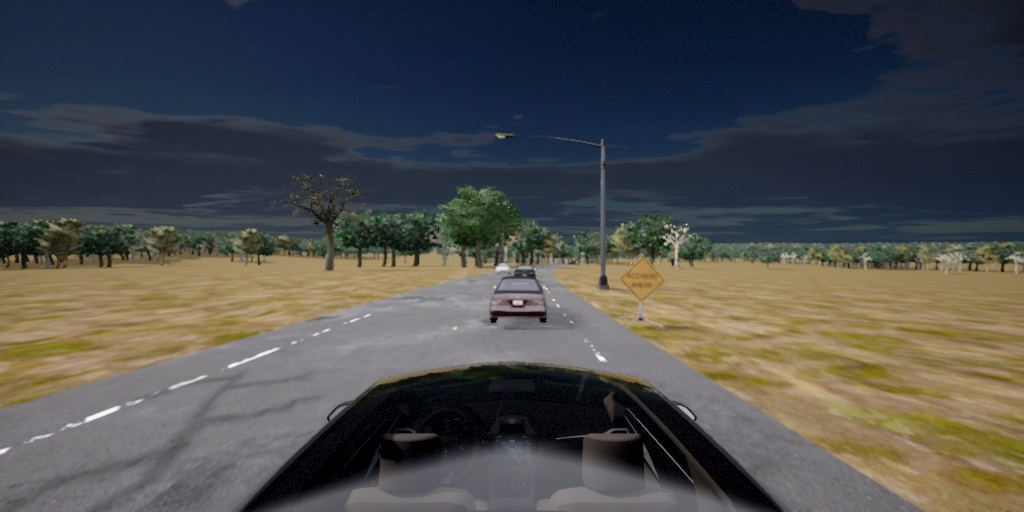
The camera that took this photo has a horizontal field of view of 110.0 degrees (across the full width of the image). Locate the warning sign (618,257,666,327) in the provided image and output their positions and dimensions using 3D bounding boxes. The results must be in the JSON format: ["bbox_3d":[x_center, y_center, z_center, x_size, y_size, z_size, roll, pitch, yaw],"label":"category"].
[{"bbox_3d":[3.644,0.957,10.224,1.300,1.860,1.060,0,0,1],"label":"warning sign"}]

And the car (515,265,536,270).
[{"bbox_3d":[1.237,1.572,33.626,1.882,1.535,5.008,0,-1,4],"label":"car"}]

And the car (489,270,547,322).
[{"bbox_3d":[0.247,1.411,12.810,2.033,1.411,5.357,0,-1,2],"label":"car"}]

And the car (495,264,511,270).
[{"bbox_3d":[-1.166,1.793,49.136,1.812,1.442,4.674,0,-1,6],"label":"car"}]
